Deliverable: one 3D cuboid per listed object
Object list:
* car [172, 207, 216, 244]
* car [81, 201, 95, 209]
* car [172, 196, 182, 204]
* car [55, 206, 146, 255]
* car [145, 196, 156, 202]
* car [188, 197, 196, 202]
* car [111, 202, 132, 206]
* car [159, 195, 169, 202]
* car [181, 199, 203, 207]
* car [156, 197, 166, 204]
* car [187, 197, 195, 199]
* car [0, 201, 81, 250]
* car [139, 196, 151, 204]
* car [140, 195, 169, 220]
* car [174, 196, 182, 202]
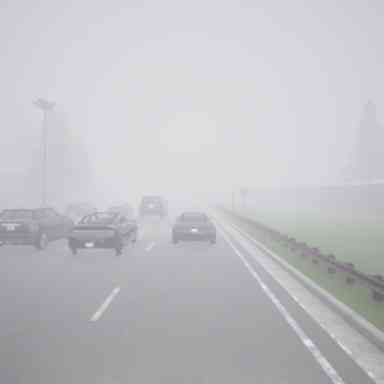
[{"bbox_3d":[0.093,1.637,16.300,1.994,1.385,4.181,0,0,0],"label":"car"},{"bbox_3d":[-10.414,1.645,31.334,1.837,1.490,4.892,0,0,0],"label":"car"},{"bbox_3d":[-3.527,1.858,73.680,2.033,1.411,5.357,0,0,0],"label":"car"},{"bbox_3d":[-3.407,1.552,13.512,2.128,1.511,4.902,0,0,0],"label":"car"},{"bbox_3d":[-10.531,1.791,84.103,2.128,1.511,4.902,0,0,0],"label":"car"},{"bbox_3d":[-0.031,1.861,84.136,1.895,1.301,4.718,0,0,0],"label":"car"},{"bbox_3d":[-6.926,1.670,32.233,1.812,1.442,4.674,0,0,0],"label":"car"},{"bbox_3d":[-7.031,1.649,84.908,2.097,1.767,4.553,0,0,0],"label":"car"},{"bbox_3d":[0.074,1.670,32.202,1.812,1.442,4.674,0,0,0],"label":"car"},{"bbox_3d":[-7.028,1.842,75.763,1.812,1.442,4.674,0,0,0],"label":"car"},{"bbox_3d":[-0.027,1.782,74.516,1.882,1.535,5.008,0,0,0],"label":"car"},{"bbox_3d":[-6.908,1.419,14.840,2.097,1.767,4.553,0,0,0],"label":"car"},{"bbox_3d":[-10.527,1.782,74.512,1.882,1.535,5.008,0,0,0],"label":"car"},{"bbox_3d":[-3.413,1.357,30.239,2.150,2.045,5.566,0,0,0],"label":"car"},{"bbox_3d":[-3.531,1.818,84.105,1.994,1.385,4.181,0,0,0],"label":"car"}]
